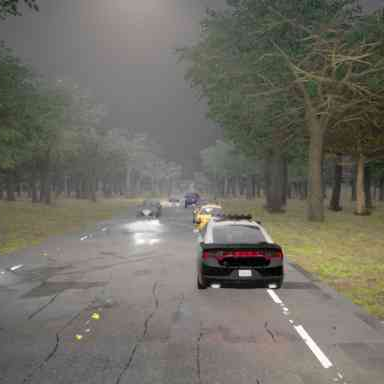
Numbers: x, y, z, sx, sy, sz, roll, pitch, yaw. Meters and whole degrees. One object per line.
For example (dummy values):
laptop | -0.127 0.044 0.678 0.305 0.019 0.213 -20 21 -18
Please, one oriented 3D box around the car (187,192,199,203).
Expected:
car | 0.134 1.010 64.143 2.150 2.045 5.566 0 0 0

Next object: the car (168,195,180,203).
car | -3.370 1.324 62.342 1.812 1.442 4.674 0 0 0

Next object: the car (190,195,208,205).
car | 1.102 1.313 25.110 2.097 1.767 4.553 0 0 0

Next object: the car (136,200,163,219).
car | -3.540 1.444 28.487 2.128 1.511 4.902 0 0 0

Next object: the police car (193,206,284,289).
police car | 1.069 1.418 9.246 1.930 1.638 5.238 0 0 0

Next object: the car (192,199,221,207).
car | 1.090 1.431 19.328 1.801 1.575 5.366 0 0 0

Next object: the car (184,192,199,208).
car | 0.110 1.106 45.873 2.150 2.045 5.566 0 0 0
